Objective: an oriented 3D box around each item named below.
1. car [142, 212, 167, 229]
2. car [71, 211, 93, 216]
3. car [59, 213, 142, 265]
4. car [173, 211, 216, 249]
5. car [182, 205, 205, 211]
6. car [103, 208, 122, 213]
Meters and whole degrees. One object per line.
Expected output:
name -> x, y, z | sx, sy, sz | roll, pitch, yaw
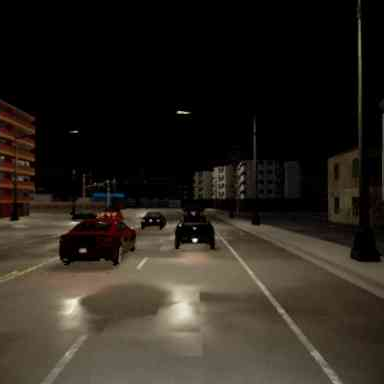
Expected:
car -> -3.340, 2.489, 29.523 | 2.033, 1.411, 5.357 | 0, -2, 0
car -> -14.003, 3.116, 43.173 | 1.895, 1.301, 4.718 | 0, -2, 0
car -> -3.375, 1.754, 12.789 | 1.882, 1.535, 5.008 | 0, -2, 0
car -> 0.134, 1.920, 16.810 | 1.837, 1.490, 4.892 | 0, -2, 0
car -> 0.170, 2.386, 34.788 | 2.150, 2.045, 5.566 | 0, -2, 0
car -> -10.498, 2.889, 43.676 | 2.097, 1.767, 4.553 | 0, -2, 0
